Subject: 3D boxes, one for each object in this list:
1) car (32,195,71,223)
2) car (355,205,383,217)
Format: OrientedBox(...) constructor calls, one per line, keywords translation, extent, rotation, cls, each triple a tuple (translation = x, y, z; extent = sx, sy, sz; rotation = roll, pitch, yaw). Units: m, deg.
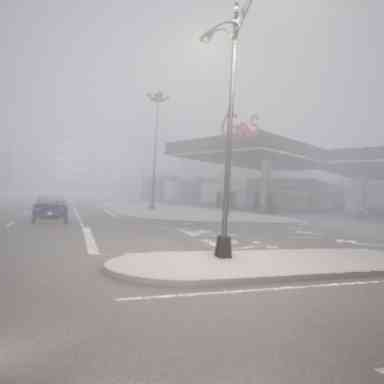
OrientedBox(translation=(-8.403, 0.918, 19.952), extent=(1.882, 1.535, 5.008), rotation=(3, 0, -21), cls="car")
OrientedBox(translation=(23.304, 2.475, 43.282), extent=(3.806, 1.475, 1.970), rotation=(3, 0, -21), cls="car")
